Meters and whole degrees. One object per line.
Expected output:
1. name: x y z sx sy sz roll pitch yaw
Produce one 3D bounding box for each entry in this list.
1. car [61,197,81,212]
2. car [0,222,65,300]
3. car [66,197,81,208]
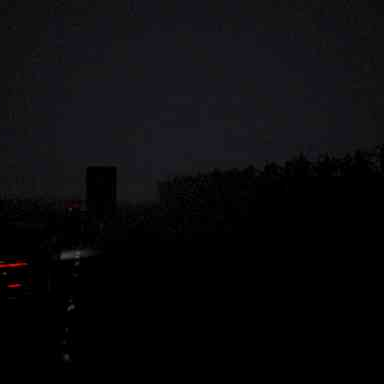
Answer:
1. car: -13.617 1.565 37.581 1.895 1.301 4.718 1 0 -17
2. car: -4.314 1.491 8.107 1.837 1.490 4.892 1 0 -18
3. car: -16.731 1.474 47.226 1.812 1.442 4.674 1 0 -18
